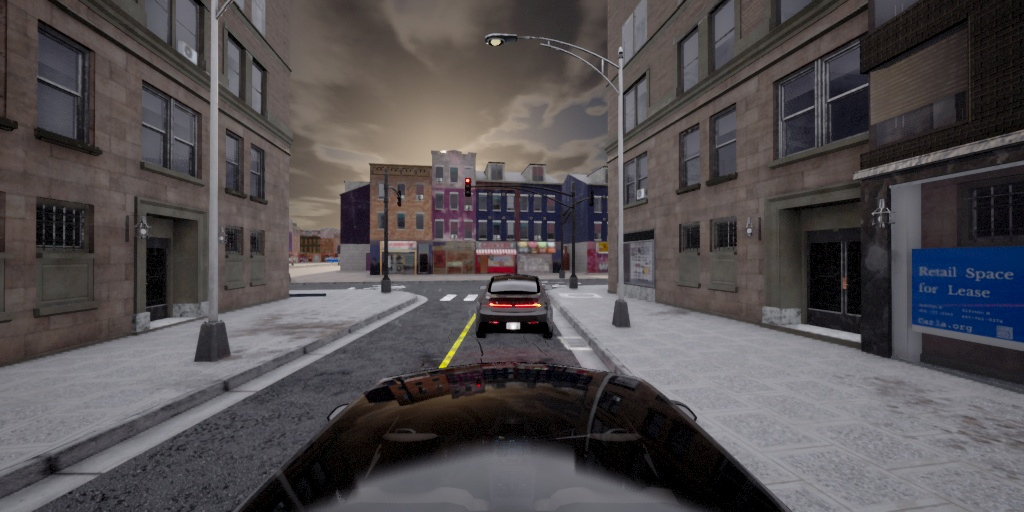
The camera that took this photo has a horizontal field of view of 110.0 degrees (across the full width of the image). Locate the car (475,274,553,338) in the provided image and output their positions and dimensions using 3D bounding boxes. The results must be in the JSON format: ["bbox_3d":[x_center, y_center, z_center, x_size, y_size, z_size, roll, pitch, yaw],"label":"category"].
[{"bbox_3d":[0.098,1.255,10.137,1.837,1.490,4.892,0,0,2],"label":"car"}]
